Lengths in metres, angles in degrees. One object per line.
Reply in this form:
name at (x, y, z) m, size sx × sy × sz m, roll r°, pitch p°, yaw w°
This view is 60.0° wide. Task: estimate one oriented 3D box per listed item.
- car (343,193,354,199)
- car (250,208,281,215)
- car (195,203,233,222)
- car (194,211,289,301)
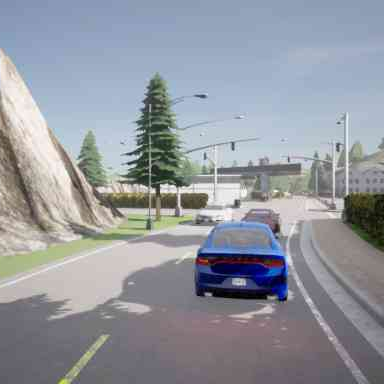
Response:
car at (40.162, 1.077, 82.998) m, size 3.866 × 1.878 × 1.905 m, roll 0°, pitch 0°, yaw 19°
car at (3.687, 1.564, 17.664) m, size 1.994 × 1.385 × 4.181 m, roll 0°, pitch 0°, yaw 17°
car at (1.700, 1.526, 23.479) m, size 1.812 × 1.442 × 4.674 m, roll 0°, pitch 0°, yaw 19°
car at (1.287, 1.478, 8.474) m, size 1.882 × 1.535 × 5.008 m, roll 0°, pitch 0°, yaw 10°
